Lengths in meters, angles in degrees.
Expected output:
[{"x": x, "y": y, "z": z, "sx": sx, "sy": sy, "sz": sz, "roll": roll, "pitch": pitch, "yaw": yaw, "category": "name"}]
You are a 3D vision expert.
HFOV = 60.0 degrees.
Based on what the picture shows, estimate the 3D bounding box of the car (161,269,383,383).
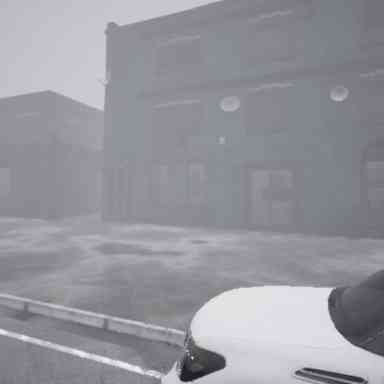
[{"x": 2.521, "y": 1.401, "z": 2.416, "sx": 5.566, "sy": 2.045, "sz": 2.150, "roll": 1, "pitch": -2, "yaw": 24, "category": "car"}]
